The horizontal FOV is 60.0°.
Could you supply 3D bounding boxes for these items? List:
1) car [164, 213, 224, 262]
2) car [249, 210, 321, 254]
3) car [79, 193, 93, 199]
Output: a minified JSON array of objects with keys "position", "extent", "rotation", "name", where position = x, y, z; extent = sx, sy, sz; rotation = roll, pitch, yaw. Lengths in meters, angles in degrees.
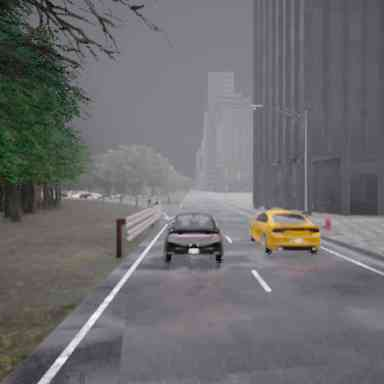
[{"position":[0.072,1.498,12.093],"extent":[2.128,1.511,4.902],"rotation":[0,0,0],"name":"car"},{"position":[3.580,1.484,13.617],"extent":[1.882,1.535,5.008],"rotation":[0,0,0],"name":"car"},{"position":[-26.891,1.031,84.223],"extent":[5.008,1.535,1.882],"rotation":[1,1,44],"name":"car"}]
